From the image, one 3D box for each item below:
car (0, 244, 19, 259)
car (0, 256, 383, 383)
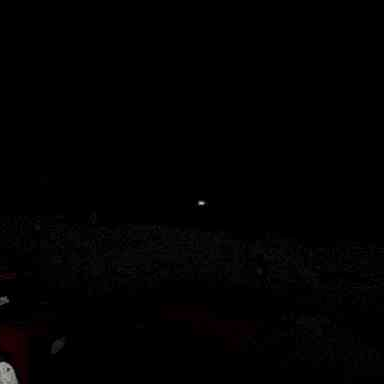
[{"bbox_3d":[-4.683,1.495,6.299,4.507,1.381,1.887,0,0,35],"label":"car"},{"bbox_3d":[-0.121,1.533,3.046,4.507,1.381,1.887,0,0,35],"label":"car"}]
